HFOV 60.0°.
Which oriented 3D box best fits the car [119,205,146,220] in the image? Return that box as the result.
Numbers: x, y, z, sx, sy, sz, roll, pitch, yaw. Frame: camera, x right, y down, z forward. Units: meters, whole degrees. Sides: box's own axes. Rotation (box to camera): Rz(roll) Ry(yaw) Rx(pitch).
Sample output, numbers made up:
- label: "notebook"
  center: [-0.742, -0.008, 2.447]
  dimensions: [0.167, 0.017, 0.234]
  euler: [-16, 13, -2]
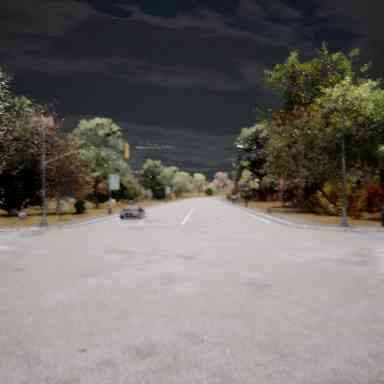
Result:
- label: "car"
  center: [-5.819, 1.985, 32.940]
  dimensions: [1.994, 1.385, 4.181]
  euler: [-1, -1, 2]
